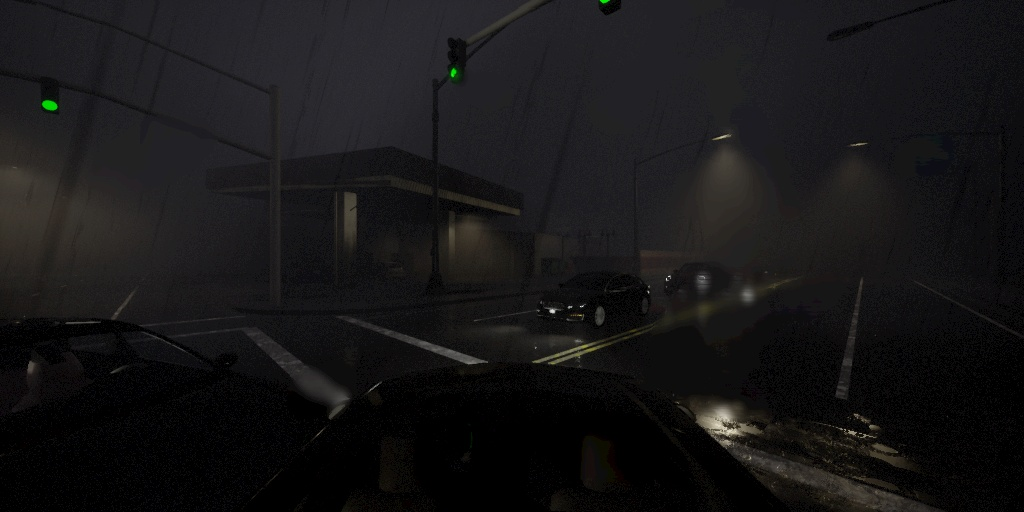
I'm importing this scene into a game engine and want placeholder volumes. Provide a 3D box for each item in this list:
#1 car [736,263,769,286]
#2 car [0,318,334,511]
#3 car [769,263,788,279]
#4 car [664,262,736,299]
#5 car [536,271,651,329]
[{"bbox_3d":[16.446,1.314,25.365,1.994,1.385,4.181,0,0,44],"label":"car"},{"bbox_3d":[-3.440,1.242,2.432,4.902,1.511,2.128,0,0,14],"label":"car"},{"bbox_3d":[23.524,1.314,32.475,4.181,1.385,1.994,0,0,-45],"label":"car"},{"bbox_3d":[9.575,1.102,18.400,2.097,1.767,4.553,0,0,45],"label":"car"},{"bbox_3d":[2.790,1.255,11.500,1.837,1.490,4.892,0,0,44],"label":"car"}]
